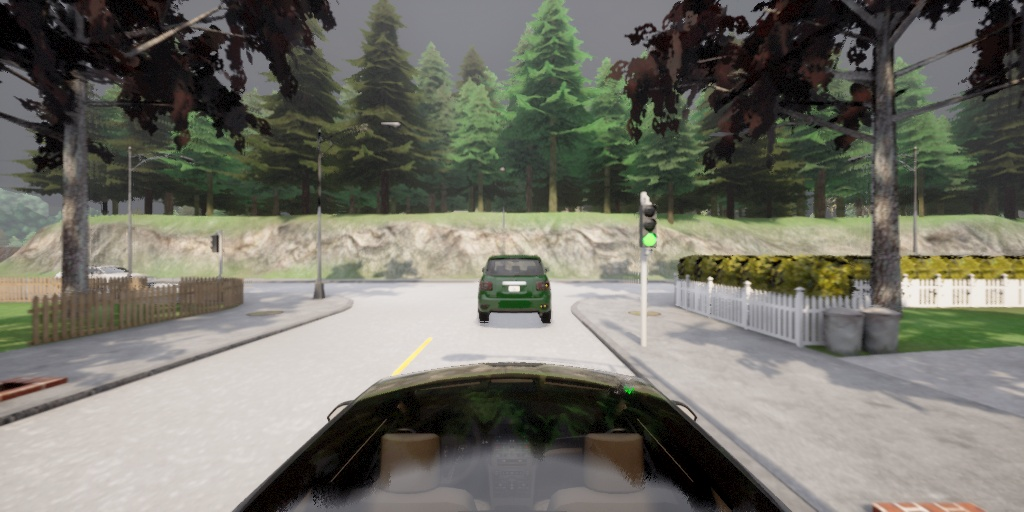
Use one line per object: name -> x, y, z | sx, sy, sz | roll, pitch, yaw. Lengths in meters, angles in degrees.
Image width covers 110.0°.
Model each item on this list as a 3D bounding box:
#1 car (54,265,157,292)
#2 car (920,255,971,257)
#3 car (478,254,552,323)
car -> -23.273, 1.267, 20.556 | 4.674, 1.442, 1.812 | 0, 0, 0
car -> 29.086, 0.961, 24.721 | 5.566, 2.045, 2.150 | 0, 0, 0
car -> 0.134, 0.967, 12.287 | 2.150, 2.045, 5.566 | 0, 0, 2
